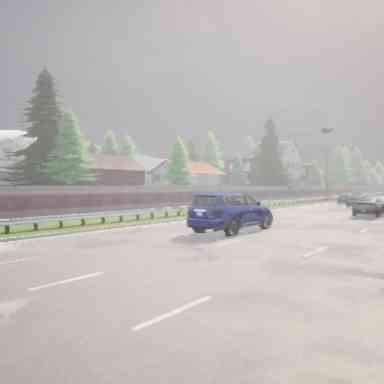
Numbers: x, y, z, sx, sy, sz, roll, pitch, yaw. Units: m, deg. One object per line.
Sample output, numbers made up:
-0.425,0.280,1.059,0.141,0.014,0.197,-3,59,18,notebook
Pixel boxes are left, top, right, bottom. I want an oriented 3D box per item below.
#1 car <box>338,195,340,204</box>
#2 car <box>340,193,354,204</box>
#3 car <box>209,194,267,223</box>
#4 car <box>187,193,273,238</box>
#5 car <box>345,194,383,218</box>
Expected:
21.710,0.863,46.137,2.128,1.511,4.902,0,1,40,car
18.558,0.978,36.863,2.128,1.511,4.902,0,1,40,car
3.437,1.100,24.132,2.097,1.767,4.553,0,1,40,car
2.064,1.048,17.002,2.150,2.045,5.566,0,1,40,car
13.833,1.125,25.694,2.128,1.511,4.902,0,1,40,car
